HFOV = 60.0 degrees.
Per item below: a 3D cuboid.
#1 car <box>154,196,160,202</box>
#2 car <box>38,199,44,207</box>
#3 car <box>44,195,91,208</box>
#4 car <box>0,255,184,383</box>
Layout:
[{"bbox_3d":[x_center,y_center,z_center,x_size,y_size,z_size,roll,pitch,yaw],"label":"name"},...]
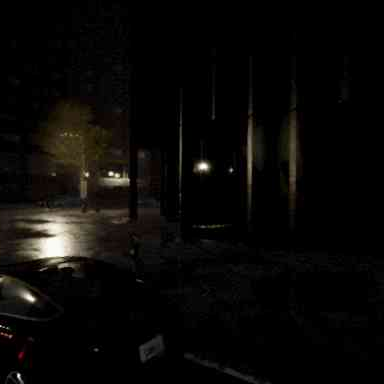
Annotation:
[{"bbox_3d":[-5.066,1.168,62.551,1.837,1.490,4.892,1,0,36],"label":"car"},{"bbox_3d":[-17.992,1.204,44.444,1.837,1.490,4.892,1,1,35],"label":"car"},{"bbox_3d":[-15.489,1.281,42.360,2.033,1.411,5.357,1,1,35],"label":"car"},{"bbox_3d":[-2.084,1.543,4.441,4.313,1.339,1.947,0,0,35],"label":"car"}]
